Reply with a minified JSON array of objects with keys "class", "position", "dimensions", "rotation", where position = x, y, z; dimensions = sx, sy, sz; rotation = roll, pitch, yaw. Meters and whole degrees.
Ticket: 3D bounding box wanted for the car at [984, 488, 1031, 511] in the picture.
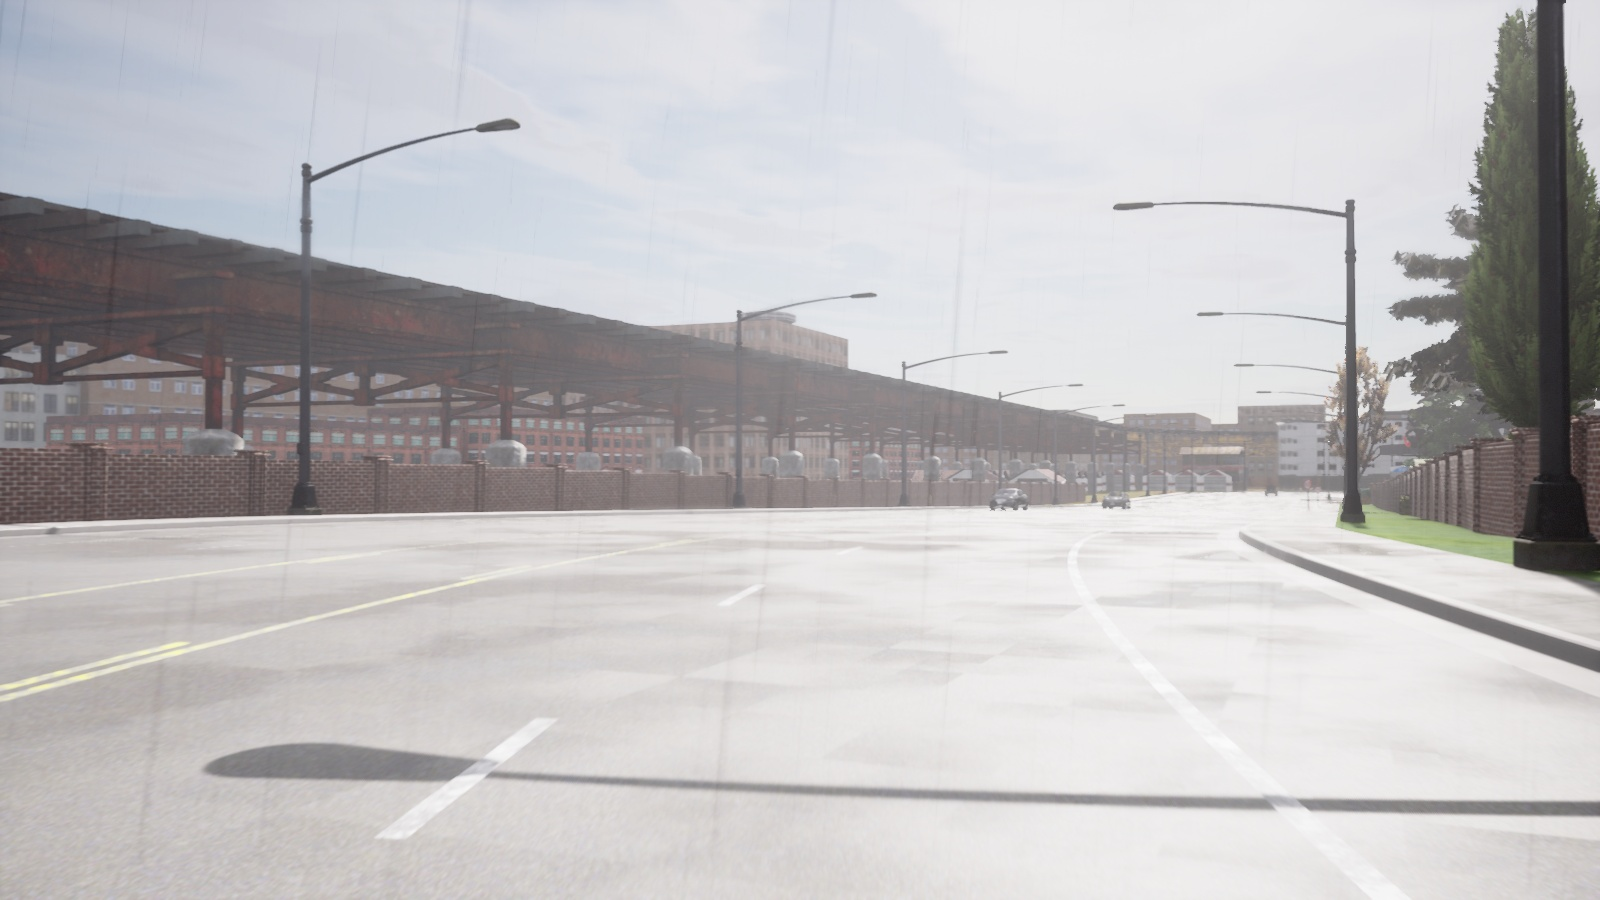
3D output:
[{"class":"car","position":[14.337,3.404,86.588],"dimensions":[2.128,1.511,4.902],"rotation":[0,-2,23]}]
